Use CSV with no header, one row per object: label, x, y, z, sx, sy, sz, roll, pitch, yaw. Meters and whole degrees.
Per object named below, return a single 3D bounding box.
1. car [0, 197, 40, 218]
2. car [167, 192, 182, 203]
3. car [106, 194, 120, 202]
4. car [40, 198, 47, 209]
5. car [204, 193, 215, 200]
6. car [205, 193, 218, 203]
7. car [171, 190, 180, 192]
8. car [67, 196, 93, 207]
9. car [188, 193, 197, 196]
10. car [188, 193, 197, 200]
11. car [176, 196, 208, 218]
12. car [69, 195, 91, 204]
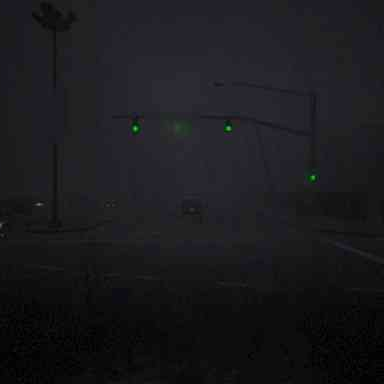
car,-15.088,1.307,27.808,2.128,1.511,4.902,0,0,0
car,-3.417,1.156,58.855,2.033,1.411,5.357,0,0,0
car,-14.890,1.082,63.075,2.128,1.511,4.902,0,0,0
car,-18.580,1.292,38.304,2.033,1.411,5.357,0,0,0
car,3.651,0.954,69.113,1.994,1.385,4.181,0,0,0
car,3.582,1.087,58.696,1.882,1.535,5.008,0,0,0
car,-3.349,0.621,69.182,2.150,2.045,5.566,0,0,0
car,-15.041,1.248,45.030,2.033,1.411,5.357,0,0,1
car,0.083,1.100,58.799,2.128,1.511,4.902,0,0,0
car,0.151,0.901,69.133,1.837,1.490,4.892,0,0,0
car,0.000,1.362,27.864,2.033,1.411,5.357,0,0,0
car,-18.479,1.236,54.952,1.895,1.301,4.718,0,0,1
